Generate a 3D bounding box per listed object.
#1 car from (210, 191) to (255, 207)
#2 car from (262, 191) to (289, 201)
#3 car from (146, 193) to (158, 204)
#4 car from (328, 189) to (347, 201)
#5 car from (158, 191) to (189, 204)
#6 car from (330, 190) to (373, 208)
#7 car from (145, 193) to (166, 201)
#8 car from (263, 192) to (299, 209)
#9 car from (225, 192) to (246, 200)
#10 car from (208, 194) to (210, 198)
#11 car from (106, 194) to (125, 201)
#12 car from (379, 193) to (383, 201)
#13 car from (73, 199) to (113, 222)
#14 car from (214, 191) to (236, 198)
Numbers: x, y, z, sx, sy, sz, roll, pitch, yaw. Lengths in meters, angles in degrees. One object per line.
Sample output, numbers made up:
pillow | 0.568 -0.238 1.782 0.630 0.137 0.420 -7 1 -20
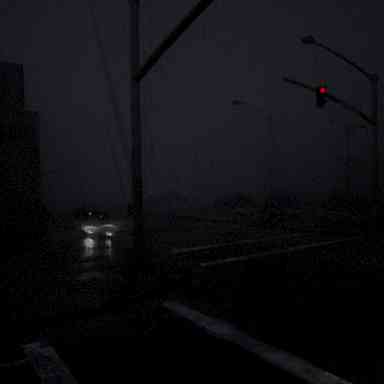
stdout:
car | 5.042 0.875 38.767 5.027 1.636 2.152 -1 1 -36
car | 14.308 0.690 56.888 4.514 1.523 2.007 -1 1 -36
car | -4.449 0.839 51.281 4.605 1.855 1.932 -1 1 -36
car | 20.991 0.493 46.352 4.605 1.855 1.932 -1 1 -36
car | -2.420 0.808 49.160 3.866 1.878 1.905 -1 1 -36
car | 16.911 0.874 34.878 4.514 1.523 2.007 -1 1 -36
car | -7.404 0.998 68.366 3.806 1.475 1.970 -1 1 -36
car | 9.048 0.942 33.743 3.806 1.475 1.970 -1 1 -36
car | 8.516 0.719 65.031 3.633 1.501 1.845 -1 1 -36
car | 5.970 0.610 81.647 4.514 1.523 2.007 -1 1 -36
car | -15.169 1.128 66.461 3.633 1.501 1.845 -1 1 -36
car | 29.298 0.323 48.269 3.866 1.878 1.905 -1 1 -36
car | -8.171 1.559 26.756 1.812 1.442 4.674 -1 1 -36
car | 7.842 0.597 79.129 5.027 1.636 2.152 -1 1 -36
